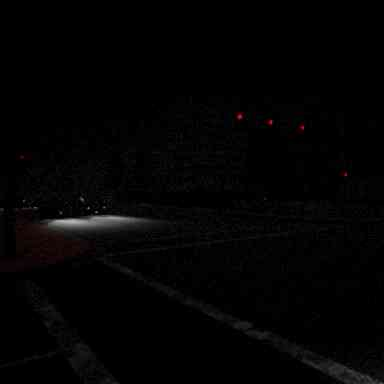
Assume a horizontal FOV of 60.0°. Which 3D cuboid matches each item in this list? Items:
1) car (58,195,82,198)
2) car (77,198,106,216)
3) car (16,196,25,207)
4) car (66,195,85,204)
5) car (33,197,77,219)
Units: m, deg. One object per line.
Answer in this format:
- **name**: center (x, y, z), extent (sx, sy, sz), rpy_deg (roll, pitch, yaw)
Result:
- **car**: center (-18.045, 1.265, 49.724), extent (2.097, 1.767, 4.553), rpy_deg (-1, 0, -35)
- **car**: center (-10.009, 1.534, 32.241), extent (1.895, 1.301, 4.718), rpy_deg (-1, 0, -36)
- **car**: center (-25.498, 1.318, 47.993), extent (2.097, 1.767, 4.553), rpy_deg (-1, 0, -35)
- **car**: center (-20.977, 1.369, 59.726), extent (1.882, 1.535, 5.008), rpy_deg (-1, 0, -36)
- **car**: center (-12.196, 1.450, 29.283), extent (2.128, 1.511, 4.902), rpy_deg (-1, 0, -36)
